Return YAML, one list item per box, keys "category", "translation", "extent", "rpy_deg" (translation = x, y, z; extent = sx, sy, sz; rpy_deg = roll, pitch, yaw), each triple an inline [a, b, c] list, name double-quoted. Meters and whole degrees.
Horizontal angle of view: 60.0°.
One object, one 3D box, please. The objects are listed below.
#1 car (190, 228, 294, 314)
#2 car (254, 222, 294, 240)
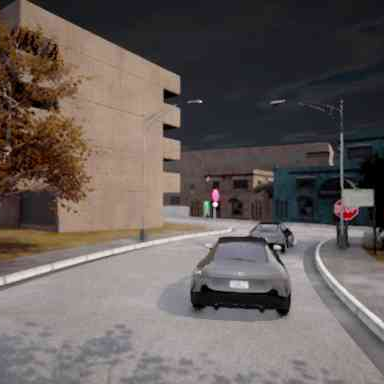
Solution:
- category: "car"
  translation: [1.203, 1.752, 8.038]
  extent: [1.994, 1.385, 4.181]
  rpy_deg: [0, -3, 10]
- category: "car"
  translation: [4.183, 2.270, 17.592]
  extent: [1.994, 1.385, 4.181]
  rpy_deg: [0, -3, 23]
